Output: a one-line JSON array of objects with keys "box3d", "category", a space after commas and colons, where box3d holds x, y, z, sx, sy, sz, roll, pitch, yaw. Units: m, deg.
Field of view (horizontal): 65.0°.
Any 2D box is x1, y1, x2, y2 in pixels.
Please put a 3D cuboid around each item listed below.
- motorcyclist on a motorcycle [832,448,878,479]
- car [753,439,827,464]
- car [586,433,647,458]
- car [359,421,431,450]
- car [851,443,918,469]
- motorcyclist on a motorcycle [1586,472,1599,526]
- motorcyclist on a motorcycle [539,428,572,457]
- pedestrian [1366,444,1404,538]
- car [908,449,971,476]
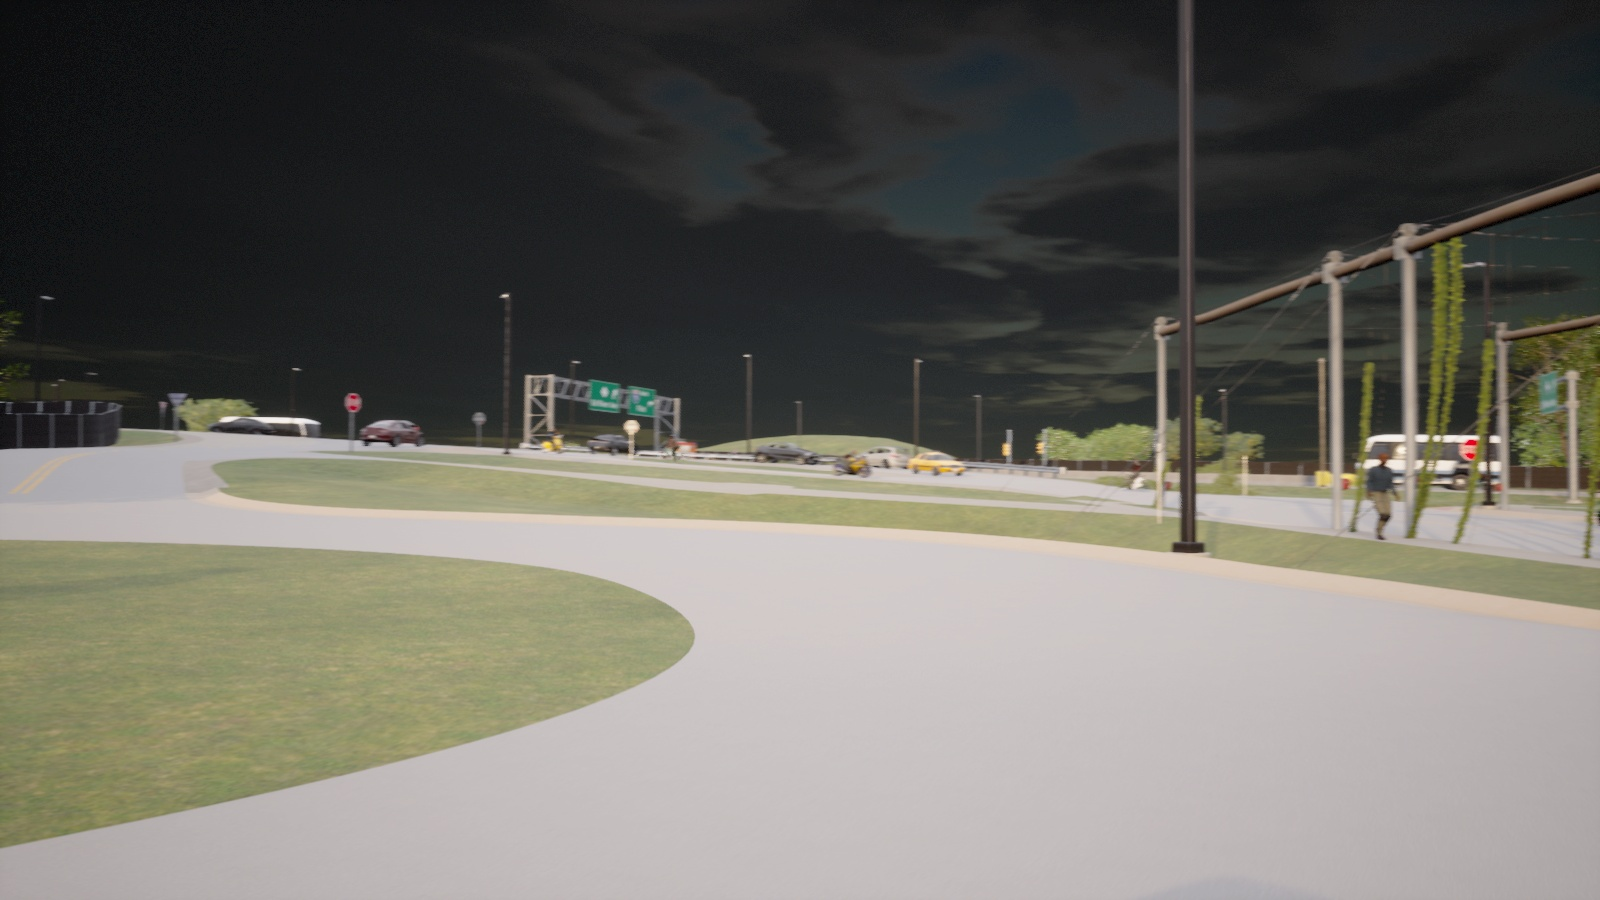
[{"box3d": [2.941, 0.730, 66.764, 2.191, 1.530, 0.866, 3, -1, 21], "category": "motorcyclist on a motorcycle"}, {"box3d": [-0.744, 0.099, 92.954, 5.027, 1.651, 2.152, 3, 0, 28], "category": "car"}, {"box3d": [-12.929, -0.314, 88.664, 2.128, 1.511, 4.902, 3, 0, 20], "category": "car"}, {"box3d": [-21.993, -0.795, 68.357, 1.812, 1.442, 4.674, 2, 1, 8], "category": "car"}, {"box3d": [6.178, 0.429, 92.334, 2.242, 1.667, 4.611, 2, 0, -41], "category": "car"}, {"box3d": [22.836, 1.379, 34.696, 0.797, 1.523, 2.044, 0, 0, -6], "category": "motorcyclist on a motorcycle"}, {"box3d": [-14.593, -0.458, 74.980, 1.817, 1.590, 0.866, 4, 0, 40], "category": "motorcyclist on a motorcycle"}, {"box3d": [11.622, 0.817, 24.961, 0.370, 1.835, 0.726, 0, -2, -4], "category": "pedestrian"}, {"box3d": [8.749, 0.760, 79.269, 1.801, 1.575, 5.366, 0, 1, -19], "category": "car"}]
